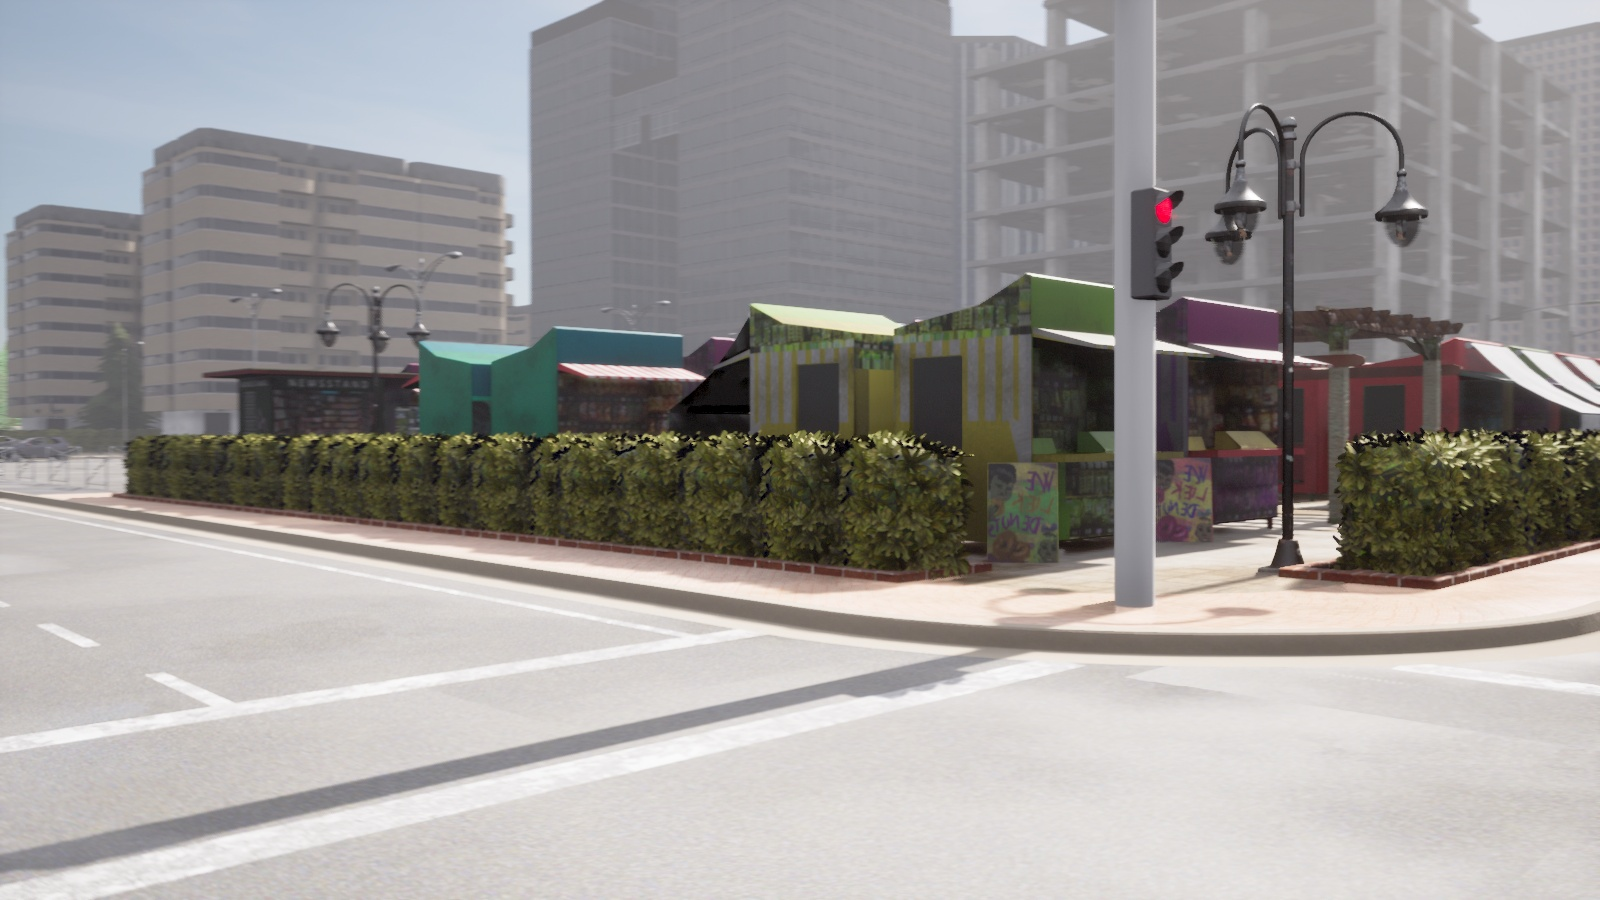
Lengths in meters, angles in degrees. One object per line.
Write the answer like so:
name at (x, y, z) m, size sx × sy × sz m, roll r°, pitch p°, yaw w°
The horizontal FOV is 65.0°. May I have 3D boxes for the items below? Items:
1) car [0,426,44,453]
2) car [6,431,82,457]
car at (-49.840, -0.644, 77.607) m, size 5.027 × 1.651 × 2.152 m, roll 0°, pitch 1°, yaw -44°
car at (-46.022, -0.376, 76.452) m, size 3.633 × 1.501 × 1.845 m, roll 0°, pitch 1°, yaw -44°
